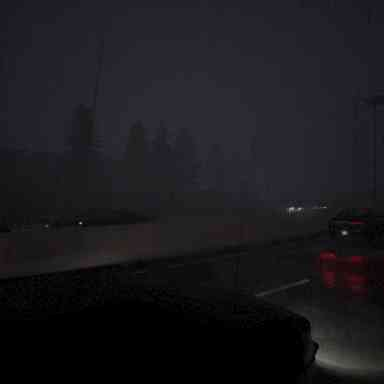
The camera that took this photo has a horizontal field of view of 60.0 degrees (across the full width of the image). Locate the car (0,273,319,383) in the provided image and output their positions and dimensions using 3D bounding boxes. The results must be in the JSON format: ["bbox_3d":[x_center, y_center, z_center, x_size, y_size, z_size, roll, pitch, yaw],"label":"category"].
[{"bbox_3d":[-1.080,1.557,3.084,5.357,1.411,2.033,0,0,-37],"label":"car"}]

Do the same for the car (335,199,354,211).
[{"bbox_3d":[19.856,1.624,43.349,1.994,1.385,4.181,0,0,28],"label":"car"}]

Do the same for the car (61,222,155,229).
[{"bbox_3d":[-4.428,1.648,18.575,4.718,1.301,1.895,0,0,-41],"label":"car"}]

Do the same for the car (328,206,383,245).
[{"bbox_3d":[8.182,1.512,15.782,4.902,1.511,2.128,0,0,-45],"label":"car"}]
